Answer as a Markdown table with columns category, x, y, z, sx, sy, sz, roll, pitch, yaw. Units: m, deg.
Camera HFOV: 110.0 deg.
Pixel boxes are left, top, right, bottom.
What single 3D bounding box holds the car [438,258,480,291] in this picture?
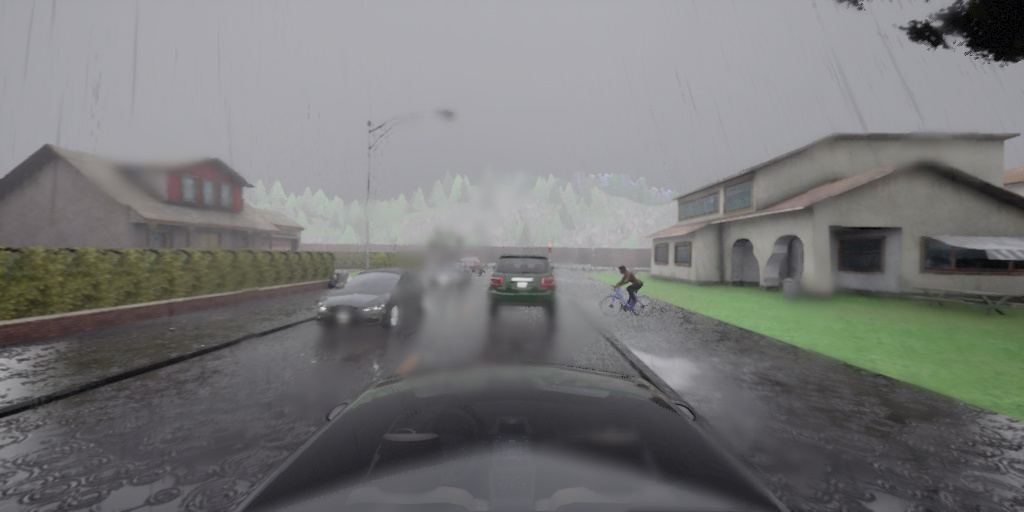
| category | x | y | z | sx | sy | sz | roll | pitch | yaw |
| --- | --- | --- | --- | --- | --- | --- | --- | --- | --- |
| car | -3.436 | 1.104 | 20.922 | 2.128 | 1.511 | 4.902 | 1 | 0 | 2 |

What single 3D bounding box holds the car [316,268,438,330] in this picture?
| category | x | y | z | sx | sy | sz | roll | pitch | yaw |
| --- | --- | --- | --- | --- | --- | --- | --- | --- | --- |
| car | -3.830 | 1.155 | 10.764 | 1.837 | 1.490 | 4.892 | 1 | 0 | 2 |

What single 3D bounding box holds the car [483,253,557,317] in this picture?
| category | x | y | z | sx | sy | sz | roll | pitch | yaw |
| --- | --- | --- | --- | --- | --- | --- | --- | --- | --- |
| car | 0.426 | 0.928 | 13.169 | 2.150 | 2.045 | 5.566 | 1 | 0 | 3 |

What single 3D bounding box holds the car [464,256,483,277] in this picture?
| category | x | y | z | sx | sy | sz | roll | pitch | yaw |
| --- | --- | --- | --- | --- | --- | --- | --- | --- | --- |
| car | -3.080 | 0.718 | 28.444 | 1.882 | 1.535 | 5.008 | 1 | 0 | 2 |

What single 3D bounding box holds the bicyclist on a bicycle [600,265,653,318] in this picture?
| category | x | y | z | sx | sy | sz | roll | pitch | yaw |
| --- | --- | --- | --- | --- | --- | --- | --- | --- | --- |
| bicyclist on a bicycle | 3.591 | 1.115 | 11.190 | 1.656 | 1.620 | 0.582 | 1 | 0 | 2 |
